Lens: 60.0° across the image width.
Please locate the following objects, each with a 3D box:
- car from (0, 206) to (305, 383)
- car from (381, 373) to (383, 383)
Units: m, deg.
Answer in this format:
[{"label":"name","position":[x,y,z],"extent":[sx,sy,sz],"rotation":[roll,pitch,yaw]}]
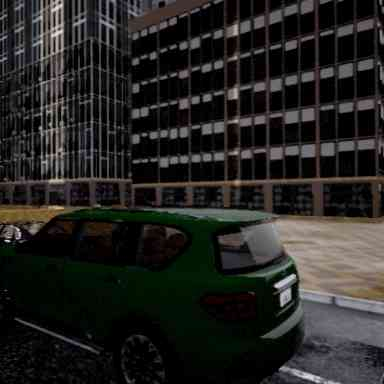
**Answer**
[{"label":"car","position":[-1.162,1.237,5.191],"extent":[5.566,2.045,2.150],"rotation":[0,0,36]},{"label":"car","position":[3.740,1.514,1.678],"extent":[4.892,1.490,1.837],"rotation":[0,0,36]}]
